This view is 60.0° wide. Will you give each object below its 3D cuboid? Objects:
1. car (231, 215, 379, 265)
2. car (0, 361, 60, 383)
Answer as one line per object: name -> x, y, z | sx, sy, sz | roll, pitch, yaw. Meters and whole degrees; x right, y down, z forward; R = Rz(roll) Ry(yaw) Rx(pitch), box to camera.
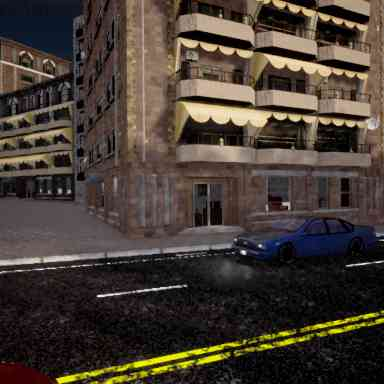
car -> 4.091, 1.548, 11.708 | 5.357, 1.411, 2.033 | 0, 0, -24
car -> -2.969, 1.526, 1.378 | 4.674, 1.442, 1.812 | 0, 0, -23
